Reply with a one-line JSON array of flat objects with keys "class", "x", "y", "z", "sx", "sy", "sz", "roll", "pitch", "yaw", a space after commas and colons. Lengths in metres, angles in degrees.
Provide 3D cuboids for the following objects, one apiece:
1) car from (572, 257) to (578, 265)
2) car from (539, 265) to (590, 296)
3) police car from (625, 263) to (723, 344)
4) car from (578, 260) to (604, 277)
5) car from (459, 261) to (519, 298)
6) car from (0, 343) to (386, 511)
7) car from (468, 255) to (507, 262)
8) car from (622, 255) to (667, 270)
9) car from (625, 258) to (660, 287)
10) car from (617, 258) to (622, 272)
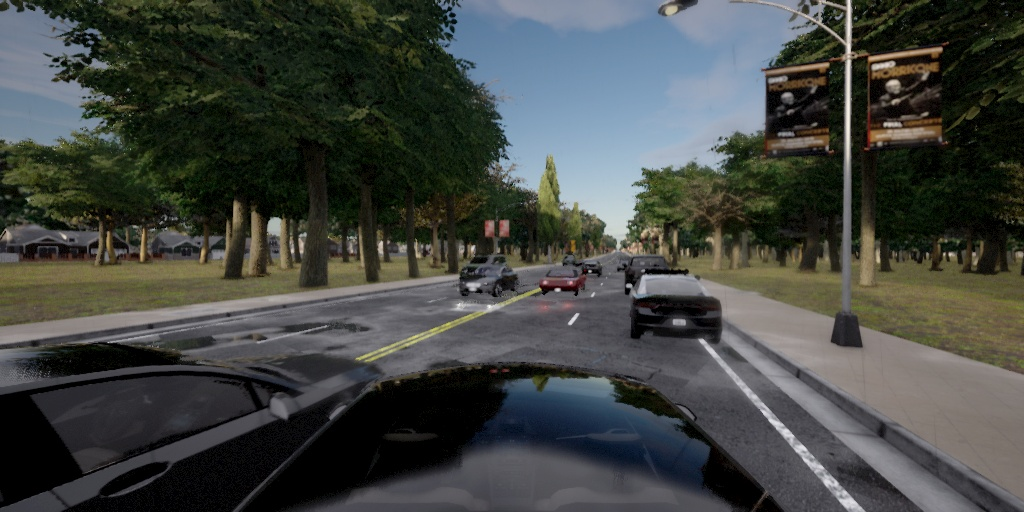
[{"class": "car", "x": 11.273, "y": 1.296, "z": 57.577, "sx": 1.895, "sy": 1.301, "sz": 4.718, "roll": 0, "pitch": 0, "yaw": 18}, {"class": "car", "x": 2.890, "y": 1.327, "z": 19.394, "sx": 1.895, "sy": 1.301, "sz": 4.718, "roll": 0, "pitch": 0, "yaw": 17}, {"class": "police car", "x": 4.226, "y": 1.163, "z": 9.868, "sx": 1.930, "sy": 1.638, "sz": 5.238, "roll": 0, "pitch": 0, "yaw": 17}, {"class": "car", "x": 8.003, "y": 1.214, "z": 35.692, "sx": 1.837, "sy": 1.490, "sz": 4.892, "roll": 0, "pitch": -1, "yaw": 17}, {"class": "car", "x": -1.032, "y": 1.220, "z": 18.417, "sx": 2.128, "sy": 1.511, "sz": 4.902, "roll": 0, "pitch": 0, "yaw": 17}, {"class": "car", "x": -2.598, "y": 1.255, "z": 1.894, "sx": 1.837, "sy": 1.490, "sz": 4.892, "roll": 0, "pitch": 0, "yaw": 17}, {"class": "car", "x": -1.862, "y": 0.942, "z": 26.631, "sx": 2.150, "sy": 2.045, "sz": 5.566, "roll": 0, "pitch": 0, "yaw": 17}, {"class": "car", "x": 7.196, "y": 0.950, "z": 19.333, "sx": 2.150, "sy": 2.045, "sz": 5.566, "roll": 0, "pitch": 0, "yaw": 17}, {"class": "car", "x": 8.972, "y": 1.071, "z": 25.003, "sx": 2.097, "sy": 1.767, "sz": 4.553, "roll": 0, "pitch": 0, "yaw": 17}, {"class": "car", "x": 14.415, "y": 1.266, "z": 45.547, "sx": 1.994, "sy": 1.385, "sz": 4.181, "roll": 0, "pitch": 0, "yaw": 19}]
